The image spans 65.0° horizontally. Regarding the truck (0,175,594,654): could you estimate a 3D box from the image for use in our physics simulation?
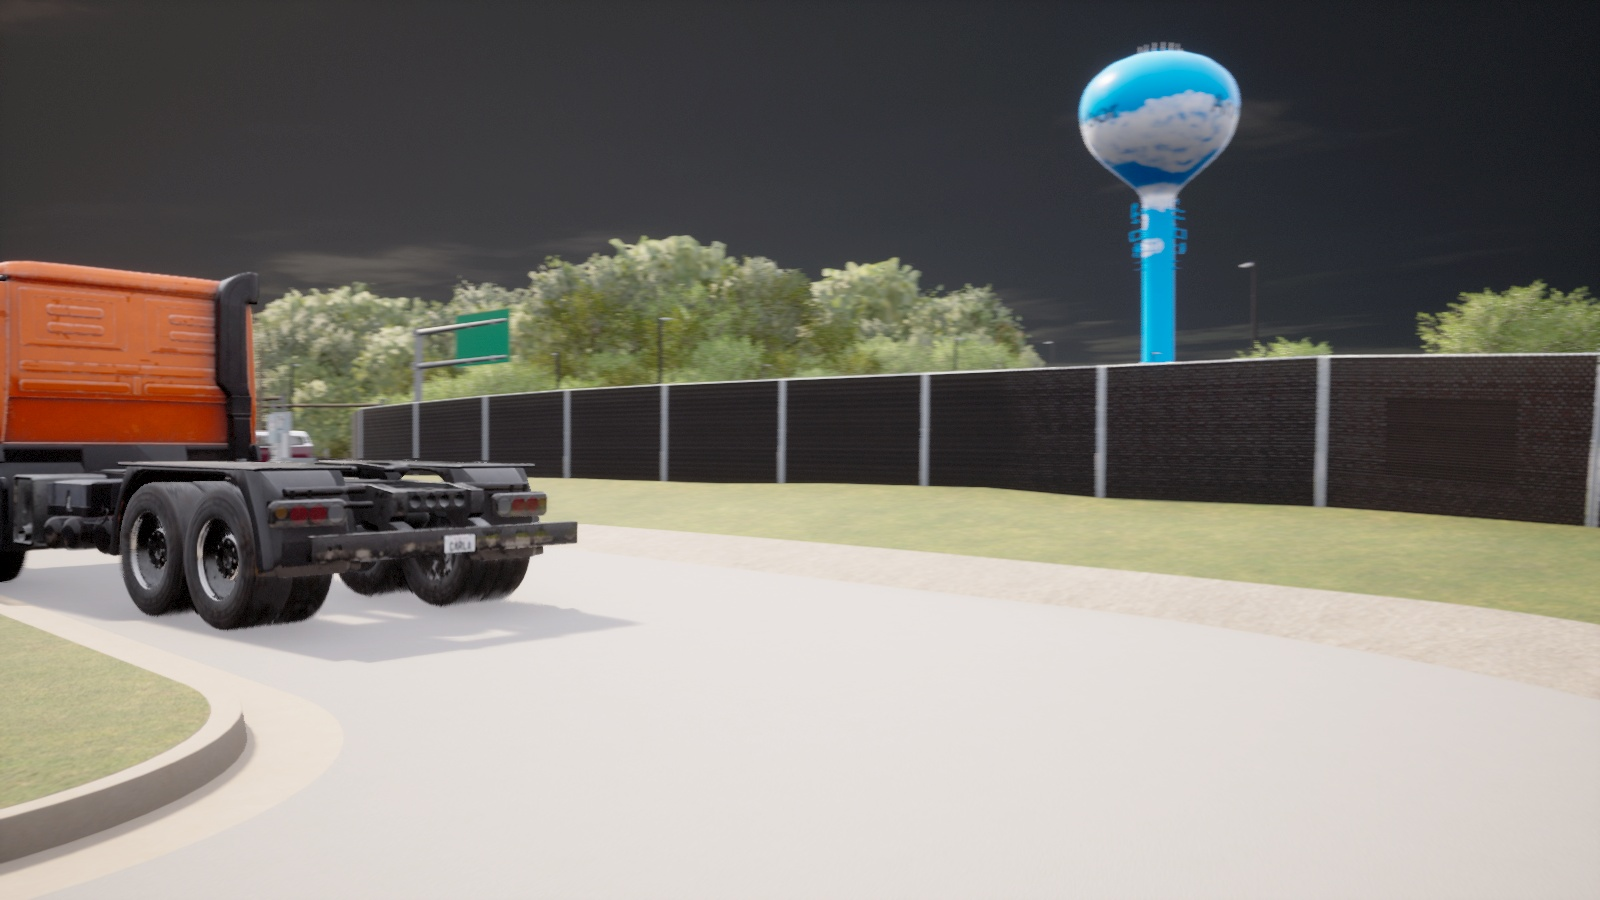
[{"bbox_3d":[-5.876,-0.289,12.680,7.936,3.462,2.891,1,1,38],"label":"truck"}]

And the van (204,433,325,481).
[{"bbox_3d":[-23.960,0.271,56.270,4.480,2.038,2.069,-1,1,-45],"label":"van"}]

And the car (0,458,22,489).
[{"bbox_3d":[-50.976,1.507,78.259,1.905,1.878,3.866,-1,1,45],"label":"car"}]
